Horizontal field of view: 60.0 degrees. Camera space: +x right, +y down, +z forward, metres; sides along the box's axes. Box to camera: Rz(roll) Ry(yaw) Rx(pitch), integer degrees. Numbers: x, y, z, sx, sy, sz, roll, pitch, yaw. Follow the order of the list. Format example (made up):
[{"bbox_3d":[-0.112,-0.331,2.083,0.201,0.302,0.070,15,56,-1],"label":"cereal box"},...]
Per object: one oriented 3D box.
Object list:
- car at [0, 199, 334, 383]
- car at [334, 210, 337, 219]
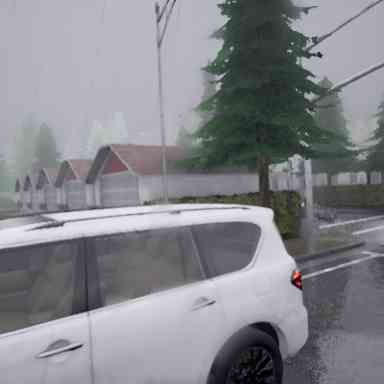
[{"bbox_3d":[-1.330,1.220,3.038,5.566,2.045,2.150,-2,1,-34],"label":"car"},{"bbox_3d":[6.641,1.159,20.759,1.812,1.442,4.674,-3,1,-34],"label":"car"}]
